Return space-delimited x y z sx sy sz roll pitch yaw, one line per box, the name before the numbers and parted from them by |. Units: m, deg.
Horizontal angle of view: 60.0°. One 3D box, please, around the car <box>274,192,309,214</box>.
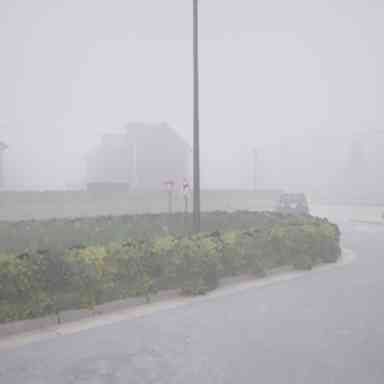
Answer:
car | 7.337 1.037 24.672 2.150 2.045 5.566 0 0 13
